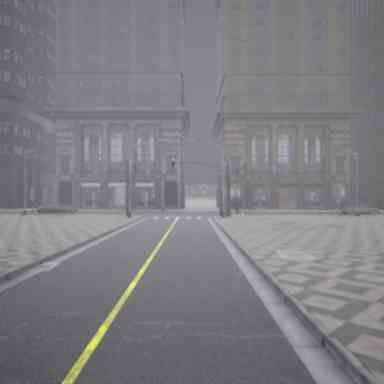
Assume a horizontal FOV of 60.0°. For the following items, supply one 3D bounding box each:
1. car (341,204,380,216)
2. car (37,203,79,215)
[{"bbox_3d":[20.139,2.164,39.831,4.181,1.385,1.994,0,0,0],"label":"car"},{"bbox_3d":[-16.049,2.058,39.887,4.674,1.442,1.812,1,0,0],"label":"car"}]
